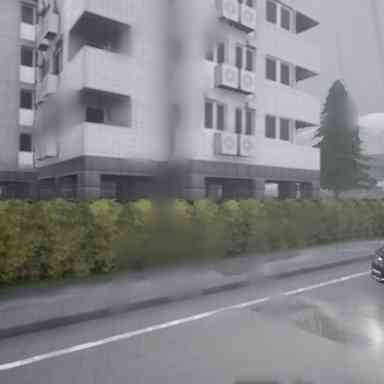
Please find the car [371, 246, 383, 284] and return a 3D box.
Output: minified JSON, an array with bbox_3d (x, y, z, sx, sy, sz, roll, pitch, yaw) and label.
[{"bbox_3d":[6.623,1.628,8.797,4.902,1.511,2.128,1,-1,-36],"label":"car"}]
